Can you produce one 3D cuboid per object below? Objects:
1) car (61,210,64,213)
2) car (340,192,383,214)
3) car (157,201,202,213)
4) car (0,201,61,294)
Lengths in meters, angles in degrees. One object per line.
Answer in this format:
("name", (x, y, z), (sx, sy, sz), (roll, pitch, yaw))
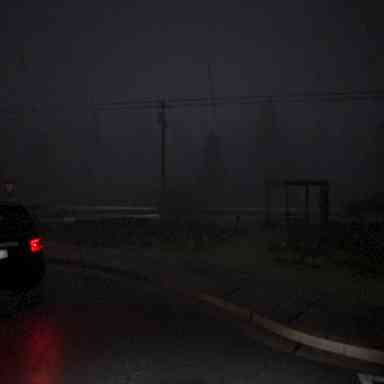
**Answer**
("car", (-11.645, 1.517, 24.482), (1.812, 1.442, 4.674), (-1, 0, 31))
("car", (15.434, 1.019, 27.756), (5.566, 2.045, 2.150), (0, 0, 10))
("car", (-1.145, 1.552, 30.672), (4.181, 1.385, 1.994), (0, 0, 10))
("car", (-5.583, 1.219, 7.591), (5.566, 2.045, 2.150), (0, 0, 37))
